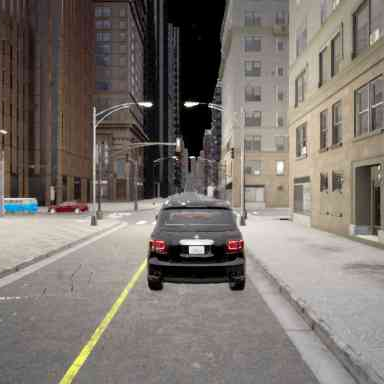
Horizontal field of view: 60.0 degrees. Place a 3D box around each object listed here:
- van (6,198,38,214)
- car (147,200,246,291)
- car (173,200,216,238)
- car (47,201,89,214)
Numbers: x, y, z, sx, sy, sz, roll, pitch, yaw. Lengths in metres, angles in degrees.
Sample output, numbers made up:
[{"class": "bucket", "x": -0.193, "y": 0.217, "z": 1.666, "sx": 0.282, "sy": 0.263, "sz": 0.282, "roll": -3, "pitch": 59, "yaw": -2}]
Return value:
[{"class": "van", "x": -19.553, "y": 1.589, "z": 37.536, "sx": 3.998, "sy": 1.788, "sz": 1.690, "roll": -1, "pitch": 0, "yaw": 0}, {"class": "car", "x": 0.113, "y": 1.223, "z": 9.169, "sx": 2.150, "sy": 2.045, "sz": 5.566, "roll": 0, "pitch": 0, "yaw": 0}, {"class": "car", "x": 0.121, "y": 1.357, "z": 18.618, "sx": 2.097, "sy": 1.767, "sz": 4.553, "roll": 0, "pitch": 0, "yaw": 0}, {"class": "car", "x": -13.926, "y": 1.725, "z": 37.508, "sx": 4.507, "sy": 1.381, "sz": 1.887, "roll": -1, "pitch": 0, "yaw": 0}]
